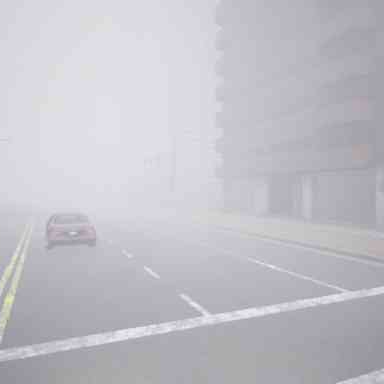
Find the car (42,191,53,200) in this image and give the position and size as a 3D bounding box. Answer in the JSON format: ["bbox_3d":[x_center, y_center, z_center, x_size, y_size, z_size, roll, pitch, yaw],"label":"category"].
[{"bbox_3d":[-35.111,0.868,80.833,2.150,2.045,5.566,0,0,-24],"label":"car"}]

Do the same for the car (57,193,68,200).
[{"bbox_3d":[-31.892,0.999,82.209,2.097,1.767,4.553,0,0,-24],"label":"car"}]

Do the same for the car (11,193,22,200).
[{"bbox_3d":[-43.295,1.094,81.981,2.097,1.767,4.553,0,0,-24],"label":"car"}]

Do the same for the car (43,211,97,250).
[{"bbox_3d":[-5.326,1.530,14.331,2.033,1.411,5.357,0,0,-24],"label":"car"}]

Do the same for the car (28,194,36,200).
[{"bbox_3d":[-40.089,1.240,83.385,1.837,1.490,4.892,0,0,-24],"label":"car"}]
